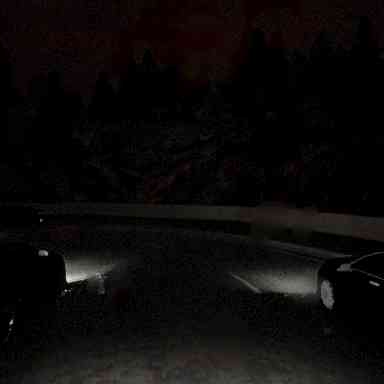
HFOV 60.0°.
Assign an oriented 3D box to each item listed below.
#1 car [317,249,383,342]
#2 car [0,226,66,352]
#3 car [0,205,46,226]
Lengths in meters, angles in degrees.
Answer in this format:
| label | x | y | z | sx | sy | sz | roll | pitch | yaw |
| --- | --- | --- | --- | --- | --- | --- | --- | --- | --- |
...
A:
| label | x | y | z | sx | sy | sz | roll | pitch | yaw |
| --- | --- | --- | --- | --- | --- | --- | --- | --- | --- |
| car | 3.484 | 1.525 | 4.756 | 1.837 | 1.490 | 4.892 | 0 | 0 | -2 |
| car | -3.751 | 1.588 | 6.069 | 1.994 | 1.385 | 4.181 | 0 | 0 | -7 |
| car | -11.915 | 1.572 | 21.205 | 4.902 | 1.511 | 2.128 | 0 | -1 | 6 |
